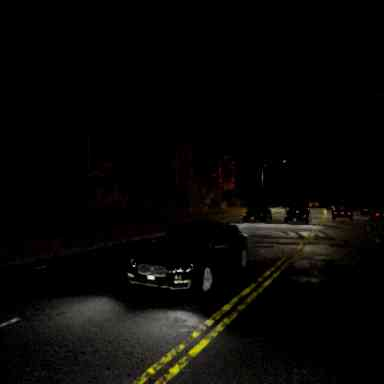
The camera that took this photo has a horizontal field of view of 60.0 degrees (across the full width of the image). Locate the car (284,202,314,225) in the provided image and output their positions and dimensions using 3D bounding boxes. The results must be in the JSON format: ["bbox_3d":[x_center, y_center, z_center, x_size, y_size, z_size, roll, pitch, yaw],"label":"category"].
[{"bbox_3d":[8.891,1.881,27.843,1.812,1.442,4.674,0,-1,24],"label":"car"}]

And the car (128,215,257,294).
[{"bbox_3d":[0.187,1.603,9.308,1.837,1.490,4.892,0,0,26],"label":"car"}]

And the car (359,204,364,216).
[{"bbox_3d":[21.540,2.161,40.481,2.033,1.411,5.357,0,-1,22],"label":"car"}]

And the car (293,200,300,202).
[{"bbox_3d":[20.939,2.347,66.684,1.837,1.490,4.892,1,-1,19],"label":"car"}]

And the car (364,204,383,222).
[{"bbox_3d":[17.418,2.014,30.627,2.033,1.411,5.357,0,-1,23],"label":"car"}]

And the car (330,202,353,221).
[{"bbox_3d":[14.648,2.005,32.467,2.033,1.411,5.357,0,-1,23],"label":"car"}]

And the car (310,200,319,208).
[{"bbox_3d":[24.015,2.354,65.637,1.882,1.535,5.008,1,-1,19],"label":"car"}]

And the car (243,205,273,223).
[{"bbox_3d":[5.800,1.863,28.892,1.812,1.442,4.674,0,-1,24],"label":"car"}]
